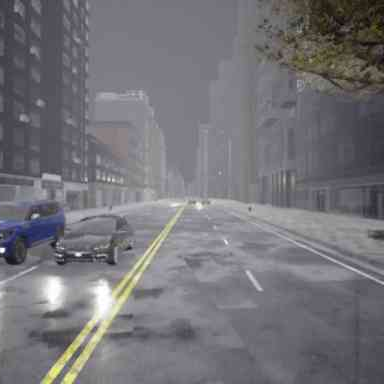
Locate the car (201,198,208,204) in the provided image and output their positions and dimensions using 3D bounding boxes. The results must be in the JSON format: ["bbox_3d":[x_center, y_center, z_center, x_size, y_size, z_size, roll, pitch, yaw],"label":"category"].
[{"bbox_3d":[3.252,2.333,87.414,1.895,1.301,4.718,0,0,0],"label":"car"}]

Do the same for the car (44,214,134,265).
[{"bbox_3d":[-3.340,1.616,12.205,1.837,1.490,4.892,0,-1,0],"label":"car"}]

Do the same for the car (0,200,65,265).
[{"bbox_3d":[-6.586,1.335,12.526,2.150,2.045,5.566,0,-1,0],"label":"car"}]

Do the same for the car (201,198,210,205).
[{"bbox_3d":[3.253,2.249,77.340,1.994,1.385,4.181,0,0,0],"label":"car"}]

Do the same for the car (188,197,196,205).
[{"bbox_3d":[0.002,2.292,77.370,1.895,1.301,4.718,0,0,0],"label":"car"}]

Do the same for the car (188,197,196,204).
[{"bbox_3d":[0.002,2.092,87.356,2.097,1.767,4.553,0,0,0],"label":"car"}]
